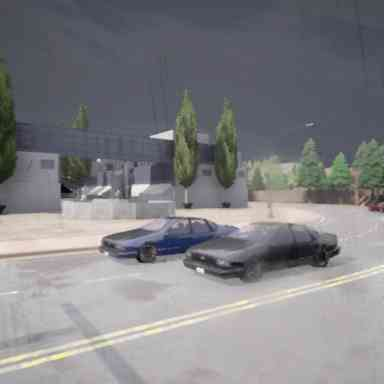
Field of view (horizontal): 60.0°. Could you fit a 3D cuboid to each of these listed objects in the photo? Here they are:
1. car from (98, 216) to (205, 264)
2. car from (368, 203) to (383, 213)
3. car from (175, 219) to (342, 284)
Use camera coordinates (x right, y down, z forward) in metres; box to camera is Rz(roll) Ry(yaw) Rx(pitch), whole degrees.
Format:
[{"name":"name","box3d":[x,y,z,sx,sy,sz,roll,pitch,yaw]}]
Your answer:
[{"name":"car","box3d":[-0.565,1.608,12.196,5.357,1.411,2.033,1,0,-36]},{"name":"car","box3d":[24.427,2.022,42.554,1.895,1.301,4.718,0,0,4]},{"name":"car","box3d":[2.359,1.619,10.017,5.357,1.411,2.033,1,0,-36]}]
